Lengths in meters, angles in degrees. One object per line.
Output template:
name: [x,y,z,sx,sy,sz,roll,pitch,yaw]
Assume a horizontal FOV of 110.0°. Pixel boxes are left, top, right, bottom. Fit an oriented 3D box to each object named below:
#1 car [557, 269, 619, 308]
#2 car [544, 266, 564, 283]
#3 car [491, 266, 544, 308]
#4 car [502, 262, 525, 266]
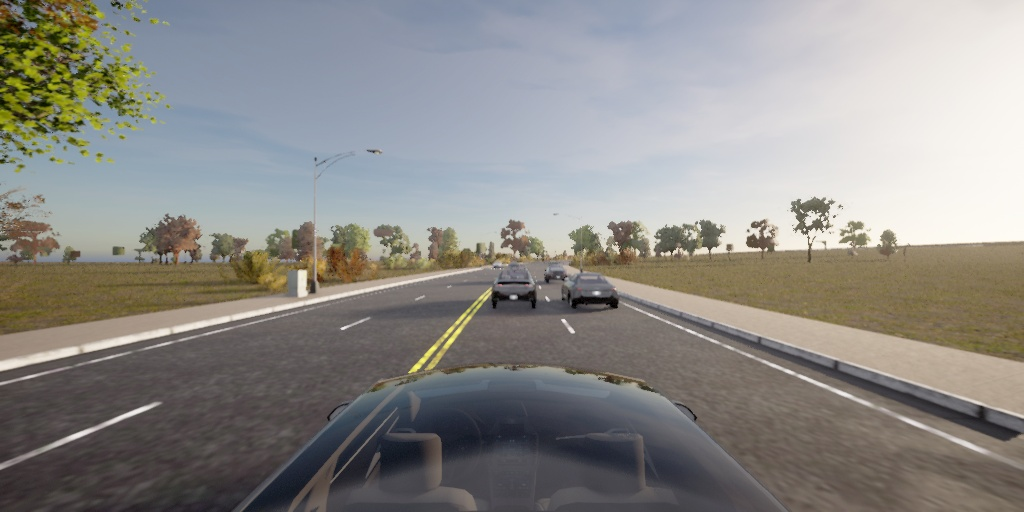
car: [3.366,1.446,16.056,1.994,1.385,4.181,0,0,1]
car: [3.798,1.539,31.017,1.812,1.442,4.674,0,0,2]
car: [0.115,1.375,16.078,2.128,1.511,4.902,0,0,1]
car: [0.545,1.506,31.036,2.128,1.511,4.902,0,0,2]
